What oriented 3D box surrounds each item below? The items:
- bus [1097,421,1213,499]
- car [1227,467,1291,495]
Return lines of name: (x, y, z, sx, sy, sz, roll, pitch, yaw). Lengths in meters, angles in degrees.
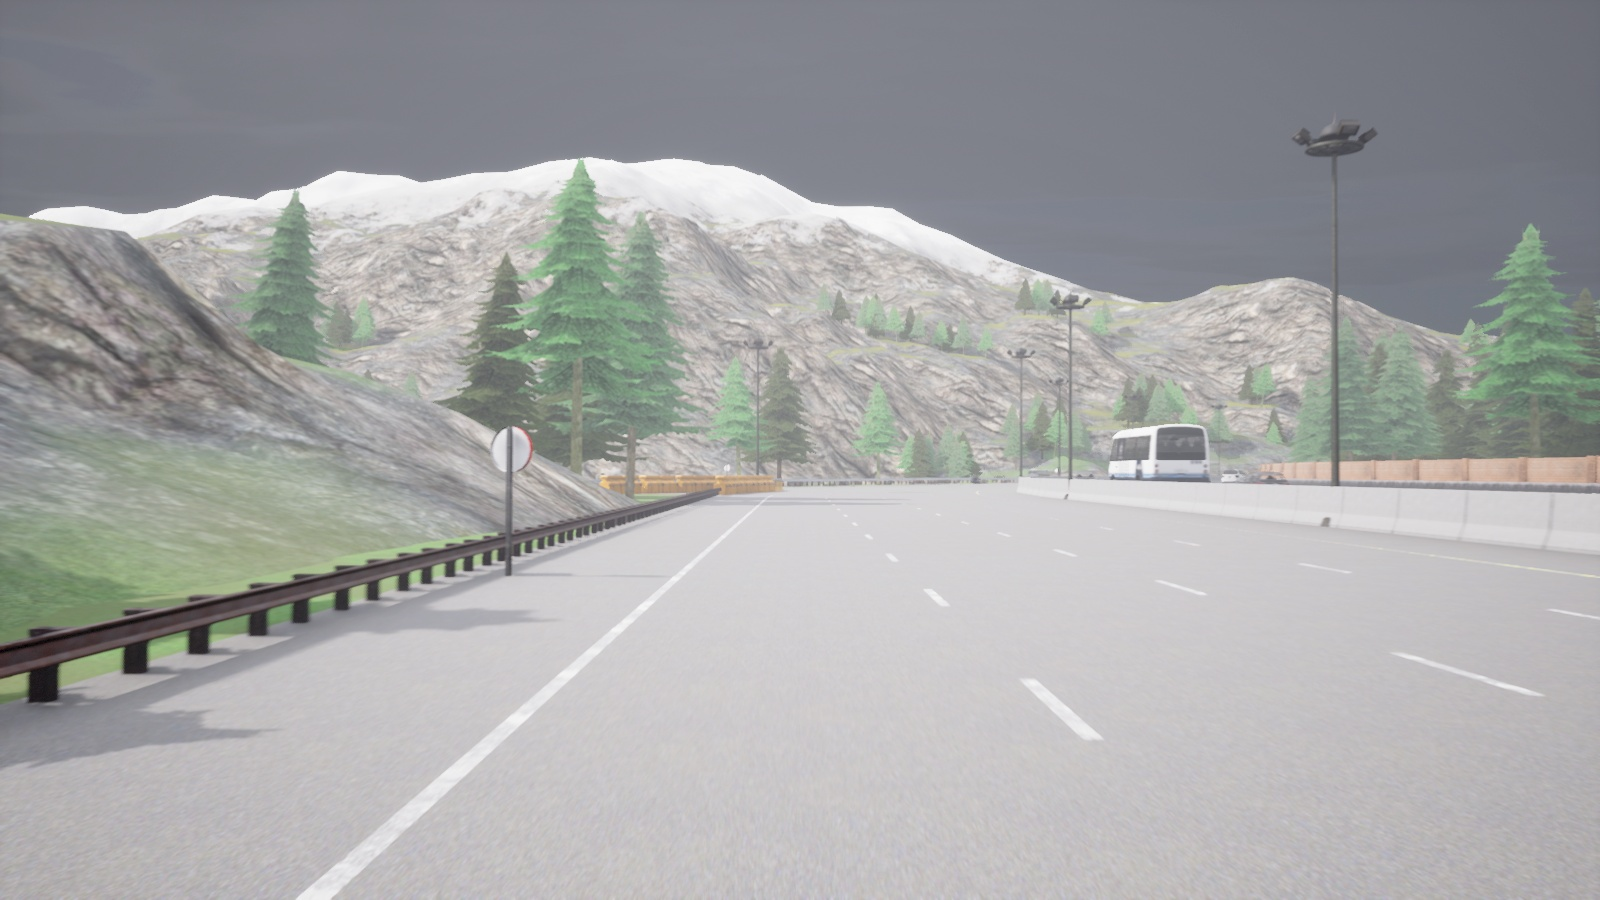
bus: (20.822, 0.650, 74.481, 3.944, 4.253, 10.273, 0, -1, 0)
car: (27.837, 1.875, 76.325, 2.242, 1.667, 4.611, 0, -1, 1)
